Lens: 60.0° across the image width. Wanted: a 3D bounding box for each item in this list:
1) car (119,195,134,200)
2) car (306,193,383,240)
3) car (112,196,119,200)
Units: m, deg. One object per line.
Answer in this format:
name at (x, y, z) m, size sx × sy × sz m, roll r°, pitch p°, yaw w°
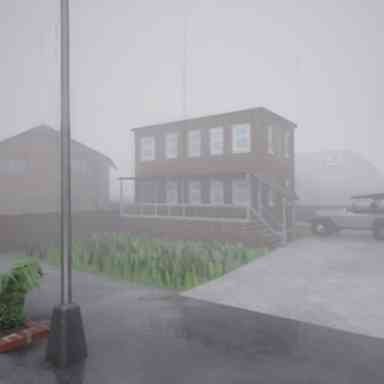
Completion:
car at (-8.592, 1.577, 54.217) m, size 2.150 × 2.045 × 5.566 m, roll -1°, pitch 0°, yaw 35°
car at (6.893, 0.994, 13.734) m, size 3.866 × 1.878 × 1.905 m, roll -1°, pitch 0°, yaw 35°
car at (-11.969, 1.605, 56.373) m, size 2.150 × 2.045 × 5.566 m, roll -1°, pitch -1°, yaw 36°
